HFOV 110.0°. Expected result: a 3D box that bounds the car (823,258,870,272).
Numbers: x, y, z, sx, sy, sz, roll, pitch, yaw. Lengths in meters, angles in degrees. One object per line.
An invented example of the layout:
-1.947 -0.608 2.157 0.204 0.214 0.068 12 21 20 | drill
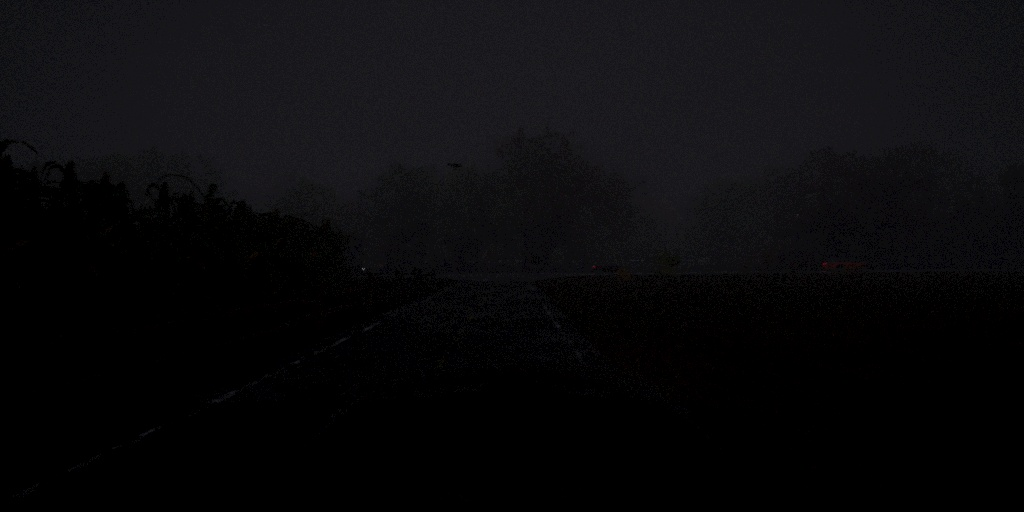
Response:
41.608 1.063 44.624 4.553 1.767 2.097 -1 -1 0 | car

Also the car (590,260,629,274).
12.102 1.332 44.474 4.553 1.767 2.097 -1 -1 0 | car

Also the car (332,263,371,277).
-19.884 1.626 44.310 4.553 1.767 2.097 -1 -1 0 | car
